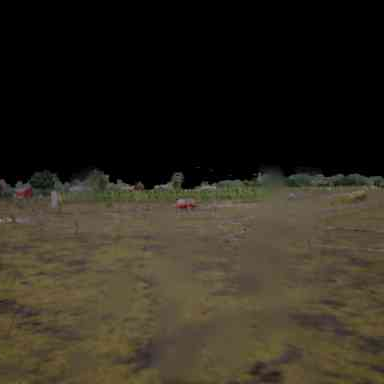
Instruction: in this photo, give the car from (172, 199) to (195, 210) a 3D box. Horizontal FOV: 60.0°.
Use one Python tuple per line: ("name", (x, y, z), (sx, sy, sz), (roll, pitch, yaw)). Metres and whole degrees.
("car", (-1.607, 2.376, 64.437), (2.150, 2.045, 5.566), (-2, -1, 36))
